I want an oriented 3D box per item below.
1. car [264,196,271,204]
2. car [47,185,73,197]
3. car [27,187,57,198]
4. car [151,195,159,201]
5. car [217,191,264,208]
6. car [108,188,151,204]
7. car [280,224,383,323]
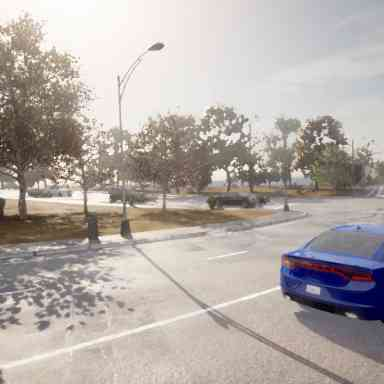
[{"bbox_3d":[6.569,0.799,38.265,4.718,1.301,1.895,0,2,33],"label":"car"},{"bbox_3d":[-23.169,-0.206,57.941,5.566,2.045,2.150,2,4,33],"label":"car"},{"bbox_3d":[-25.080,0.277,55.031,4.718,1.301,1.895,2,4,33],"label":"car"},{"bbox_3d":[-6.916,0.685,47.152,4.718,1.301,1.895,1,3,33],"label":"car"},{"bbox_3d":[4.794,0.712,35.224,4.553,1.767,2.097,-1,2,33],"label":"car"},{"bbox_3d":[-8.615,0.473,44.064,5.566,2.045,2.150,1,3,33],"label":"car"},{"bbox_3d":[3.919,1.424,7.047,5.008,1.535,1.882,-1,1,-39],"label":"car"}]
